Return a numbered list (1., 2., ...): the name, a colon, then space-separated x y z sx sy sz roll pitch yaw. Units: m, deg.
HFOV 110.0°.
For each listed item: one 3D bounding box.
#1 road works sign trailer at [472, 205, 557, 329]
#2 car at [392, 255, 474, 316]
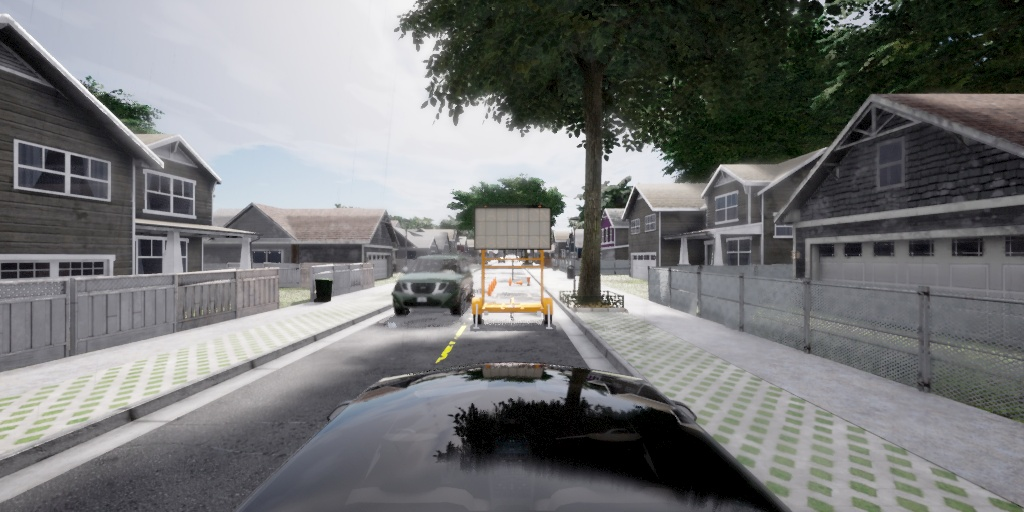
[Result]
1. road works sign trailer: 0.023 0.213 11.233 2.380 3.560 2.880 0 0 0
2. car: -2.729 0.969 13.668 2.150 2.045 5.566 0 0 0
